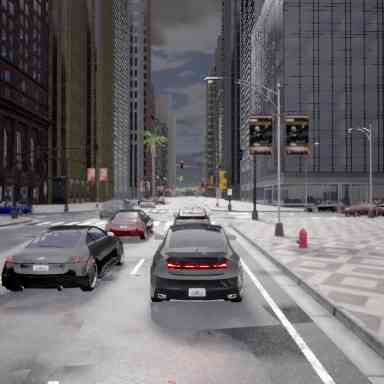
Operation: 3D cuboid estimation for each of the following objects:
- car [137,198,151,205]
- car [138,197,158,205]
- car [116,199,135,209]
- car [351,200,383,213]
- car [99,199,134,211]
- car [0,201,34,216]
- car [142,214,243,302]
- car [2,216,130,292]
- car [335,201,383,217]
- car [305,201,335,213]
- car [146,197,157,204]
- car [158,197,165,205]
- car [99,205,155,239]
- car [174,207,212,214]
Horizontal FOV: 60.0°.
[{"bbox_3d":[-9.847,1.917,68.636,2.033,1.411,5.357,0,0,0],"label":"car"},{"bbox_3d":[-6.666,1.832,49.938,1.895,1.301,4.718,0,0,0],"label":"car"},{"bbox_3d":[-9.915,1.793,49.754,1.994,1.385,4.181,0,0,0],"label":"car"},{"bbox_3d":[20.772,1.644,37.913,4.313,1.339,1.947,0,0,-1],"label":"car"},{"bbox_3d":[-6.644,1.439,29.256,2.097,1.767,4.553,0,0,0],"label":"car"},{"bbox_3d":[-19.000,1.675,34.308,5.008,1.535,1.882,0,0,-2],"label":"car"},{"bbox_3d":[0.090,1.515,8.251,1.837,1.490,4.892,0,0,0],"label":"car"},{"bbox_3d":[-3.168,1.576,9.026,1.994,1.385,4.181,0,0,1],"label":"car"},{"bbox_3d":[15.275,1.577,29.294,4.206,1.307,1.802,0,0,-1],"label":"car"},{"bbox_3d":[15.133,1.663,37.817,4.313,1.339,1.947,0,0,-1],"label":"car"},{"bbox_3d":[-9.863,1.990,80.890,2.128,1.511,4.902,0,0,0],"label":"car"},{"bbox_3d":[-6.600,1.852,69.154,1.882,1.535,5.008,0,-1,0],"label":"car"},{"bbox_3d":[-3.173,1.602,17.425,1.994,1.385,4.181,0,0,0],"label":"car"},{"bbox_3d":[0.025,1.530,17.572,2.128,1.511,4.902,0,0,0],"label":"car"}]
